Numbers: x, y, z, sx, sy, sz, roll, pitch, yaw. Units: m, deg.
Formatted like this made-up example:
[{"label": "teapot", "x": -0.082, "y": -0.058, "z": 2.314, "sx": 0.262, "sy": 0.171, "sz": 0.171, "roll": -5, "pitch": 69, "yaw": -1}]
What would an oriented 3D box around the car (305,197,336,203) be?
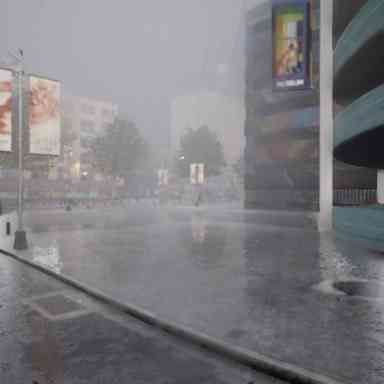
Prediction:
[{"label": "car", "x": 14.910, "y": 1.436, "z": 39.748, "sx": 4.674, "sy": 1.452, "sz": 2.002, "roll": 0, "pitch": 0, "yaw": -44}]
